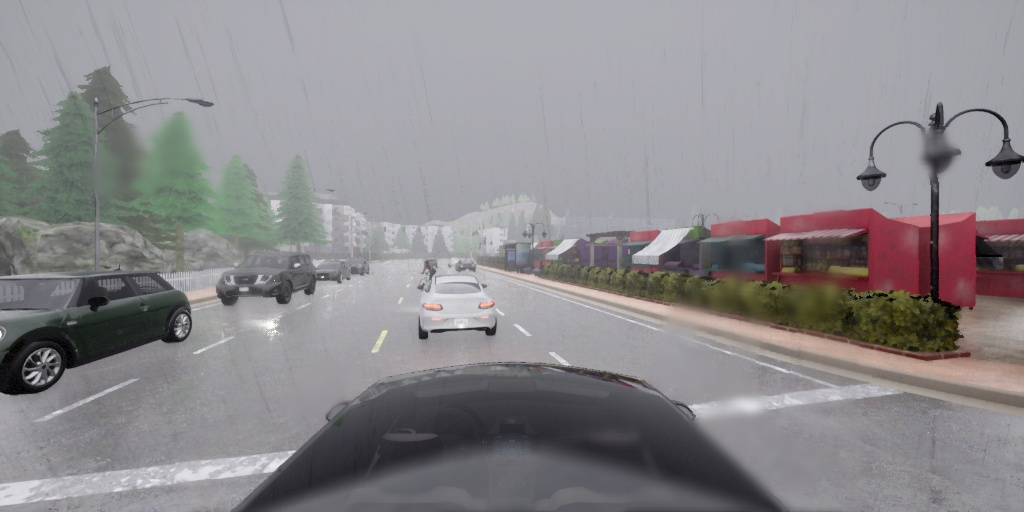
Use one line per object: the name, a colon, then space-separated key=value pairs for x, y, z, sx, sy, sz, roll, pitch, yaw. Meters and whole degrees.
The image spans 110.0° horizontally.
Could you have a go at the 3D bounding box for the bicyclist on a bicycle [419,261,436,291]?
bicyclist on a bicycle: x=-4.568 y=1.079 z=19.707 sx=0.582 sy=1.620 sz=1.656 roll=0 pitch=1 yaw=24

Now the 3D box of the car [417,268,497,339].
car: x=-1.602 y=1.224 z=9.896 sx=1.812 sy=1.442 sz=4.674 roll=0 pitch=0 yaw=-13

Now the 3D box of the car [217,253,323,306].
car: x=-10.366 y=0.876 z=15.728 sx=2.150 sy=2.045 sz=5.566 roll=0 pitch=0 yaw=-14

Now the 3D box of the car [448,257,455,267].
car: x=-8.341 y=0.909 z=52.680 sx=1.812 sy=1.442 sz=4.674 roll=0 pitch=0 yaw=-13

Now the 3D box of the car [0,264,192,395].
car: x=-8.096 y=1.076 z=6.311 sx=2.097 sy=1.767 sz=4.553 roll=0 pitch=0 yaw=-13

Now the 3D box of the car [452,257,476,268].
car: x=-5.201 y=1.080 z=39.715 sx=1.895 sy=1.301 sz=4.718 roll=0 pitch=0 yaw=-14

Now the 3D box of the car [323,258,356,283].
car: x=-12.704 y=1.088 z=25.338 sx=1.837 sy=1.490 sz=4.892 roll=0 pitch=0 yaw=-14

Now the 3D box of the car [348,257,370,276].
car: x=-14.632 y=0.877 z=33.311 sx=2.097 sy=1.767 sz=4.553 roll=0 pitch=0 yaw=-13

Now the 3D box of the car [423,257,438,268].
car: x=-11.532 y=0.901 z=50.815 sx=1.837 sy=1.490 sz=4.892 roll=0 pitch=0 yaw=-13
